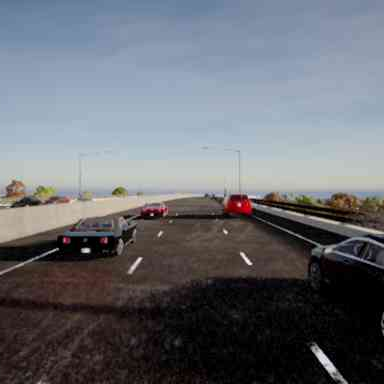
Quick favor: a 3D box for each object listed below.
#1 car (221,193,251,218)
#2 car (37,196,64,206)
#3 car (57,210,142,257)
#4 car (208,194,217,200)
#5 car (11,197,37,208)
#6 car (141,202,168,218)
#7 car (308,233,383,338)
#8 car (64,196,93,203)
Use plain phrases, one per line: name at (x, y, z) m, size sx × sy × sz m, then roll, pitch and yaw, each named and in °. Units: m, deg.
car at (3.861, 1.142, 29.481) m, size 2.150 × 2.045 × 5.566 m, roll 0°, pitch 0°, yaw 1°
car at (-17.067, 1.245, 41.796) m, size 2.097 × 1.767 × 4.553 m, roll 0°, pitch 0°, yaw 2°
car at (-3.346, 1.564, 12.777) m, size 1.895 × 1.301 × 4.718 m, roll 0°, pitch 0°, yaw 0°
car at (5.828, 1.506, 89.318) m, size 1.895 × 1.301 × 4.718 m, roll 0°, pitch 0°, yaw 3°
car at (-20.572, 1.371, 41.605) m, size 1.882 × 1.535 × 5.008 m, roll 0°, pitch 0°, yaw 2°
car at (-3.153, 1.521, 28.747) m, size 1.895 × 1.301 × 4.718 m, roll 0°, pitch 0°, yaw 1°
car at (3.617, 1.475, 5.857) m, size 2.128 × 1.511 × 4.902 m, roll 0°, pitch 0°, yaw 0°
car at (-13.583, 1.443, 41.441) m, size 2.033 × 1.411 × 5.357 m, roll 0°, pitch 0°, yaw 2°
